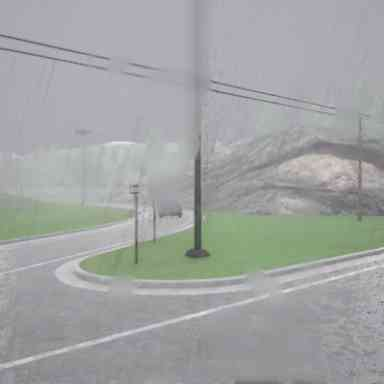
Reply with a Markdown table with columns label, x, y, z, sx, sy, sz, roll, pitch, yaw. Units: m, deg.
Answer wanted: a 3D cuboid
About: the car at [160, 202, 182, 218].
| label | x | y | z | sx | sy | sz | roll | pitch | yaw |
| --- | --- | --- | --- | --- | --- | --- | --- | --- | --- |
| car | -1.928 | 1.565 | 30.725 | 1.994 | 1.385 | 4.181 | 0 | 0 | -3 |
